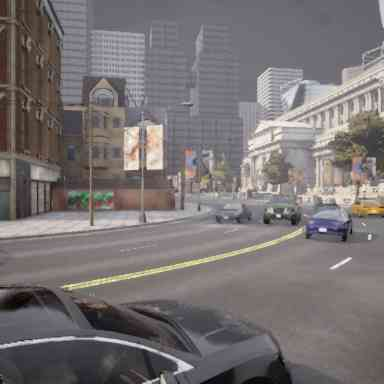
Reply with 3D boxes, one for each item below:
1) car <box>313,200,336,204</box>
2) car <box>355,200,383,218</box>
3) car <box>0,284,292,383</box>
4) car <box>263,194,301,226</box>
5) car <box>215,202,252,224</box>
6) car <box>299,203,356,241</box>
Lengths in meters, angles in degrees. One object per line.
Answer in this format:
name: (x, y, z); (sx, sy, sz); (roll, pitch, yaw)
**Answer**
car: (12.541, 1.475, 31.222); (2.128, 1.511, 4.902); (0, 0, 12)
car: (15.990, 1.463, 30.641); (1.882, 1.535, 5.008); (0, 0, 12)
car: (-1.287, 1.504, 2.396); (4.892, 1.490, 1.837); (0, 0, -37)
car: (6.640, 1.191, 24.027); (2.150, 2.045, 5.566); (0, 0, 23)
car: (3.257, 1.508, 25.061); (1.812, 1.442, 4.674); (0, 0, 23)
car: (7.007, 1.517, 16.862); (1.812, 1.442, 4.674); (0, 0, 30)
